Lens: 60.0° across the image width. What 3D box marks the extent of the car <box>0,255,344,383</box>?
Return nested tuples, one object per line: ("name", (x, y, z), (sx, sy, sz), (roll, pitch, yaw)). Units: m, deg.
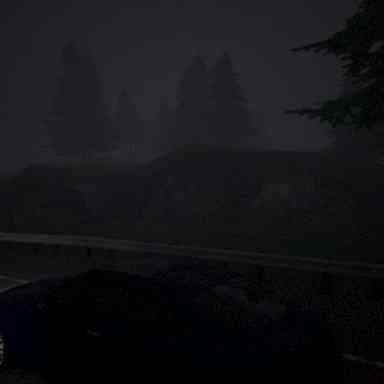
("car", (-0.712, 1.536, 4.077), (4.674, 1.442, 1.812), (0, 0, 33))
